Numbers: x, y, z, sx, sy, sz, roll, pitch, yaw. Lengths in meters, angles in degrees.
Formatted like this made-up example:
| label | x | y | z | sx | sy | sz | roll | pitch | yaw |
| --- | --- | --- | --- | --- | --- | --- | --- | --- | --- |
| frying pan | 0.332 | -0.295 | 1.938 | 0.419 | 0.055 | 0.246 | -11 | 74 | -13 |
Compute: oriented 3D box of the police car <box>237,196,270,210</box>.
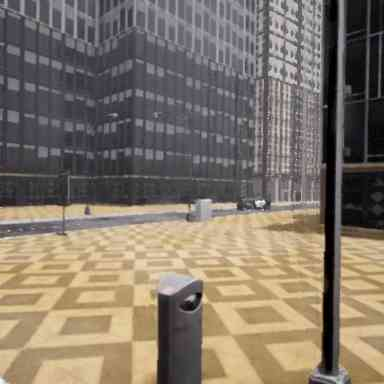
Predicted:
| label | x | y | z | sx | sy | sz | roll | pitch | yaw |
| --- | --- | --- | --- | --- | --- | --- | --- | --- | --- |
| police car | 7.327 | 1.299 | 39.916 | 2.038 | 1.542 | 4.974 | 1 | 1 | 44 |
